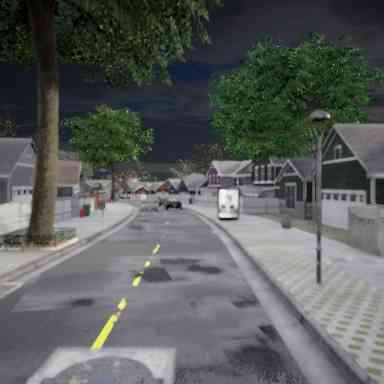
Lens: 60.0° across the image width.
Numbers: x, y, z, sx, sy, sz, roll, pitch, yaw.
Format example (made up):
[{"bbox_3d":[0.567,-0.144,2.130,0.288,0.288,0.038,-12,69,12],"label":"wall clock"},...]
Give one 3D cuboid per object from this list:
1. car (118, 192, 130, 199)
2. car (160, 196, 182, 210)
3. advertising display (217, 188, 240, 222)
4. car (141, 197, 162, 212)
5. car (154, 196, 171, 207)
[{"bbox_3d":[-15.703,0.915,76.738,2.150,2.045,5.566,0,0,-23],"label":"car"},{"bbox_3d":[-2.464,1.427,41.680,1.882,1.535,5.008,0,0,-10],"label":"car"},{"bbox_3d":[2.649,0.969,24.201,1.540,2.440,0.280,1,1,-4],"label":"advertising display"},{"bbox_3d":[-4.778,1.555,37.438,1.895,1.301,4.718,0,0,-9],"label":"car"},{"bbox_3d":[-4.769,1.477,53.525,1.837,1.490,4.892,0,0,-16],"label":"car"}]
